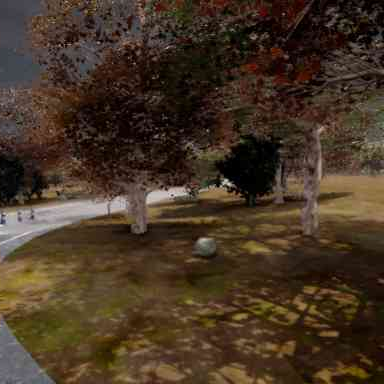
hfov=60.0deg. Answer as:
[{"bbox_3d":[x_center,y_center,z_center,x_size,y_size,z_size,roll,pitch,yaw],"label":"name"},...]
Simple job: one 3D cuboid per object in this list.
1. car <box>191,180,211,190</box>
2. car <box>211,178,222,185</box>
[{"bbox_3d":[1.130,-1.552,60.602,2.150,2.045,5.566,-1,4,22],"label":"car"},{"bbox_3d":[4.990,-2.238,70.317,1.882,1.535,5.008,-1,4,19],"label":"car"}]
